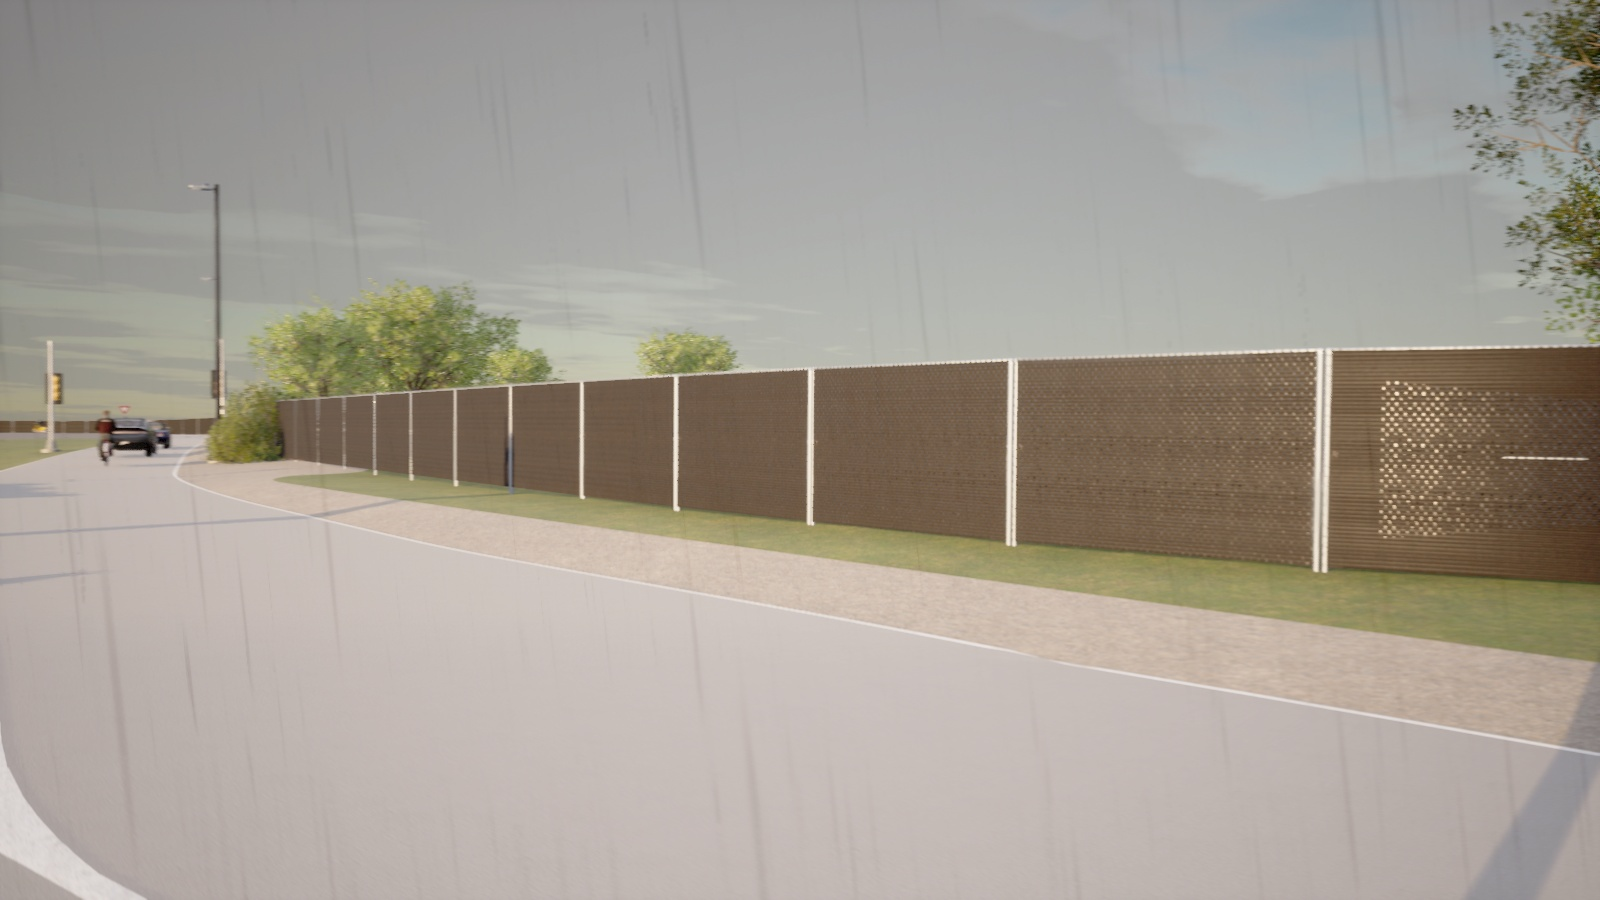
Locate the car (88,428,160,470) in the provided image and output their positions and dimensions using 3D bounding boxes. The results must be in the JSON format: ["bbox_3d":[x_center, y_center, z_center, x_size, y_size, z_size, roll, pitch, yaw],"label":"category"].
[{"bbox_3d":[-26.282,-0.082,48.985,2.128,1.511,4.902,-1,2,-25],"label":"car"}]

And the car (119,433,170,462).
[{"bbox_3d":[-31.433,-0.156,60.345,1.895,1.301,4.718,-1,2,-24],"label":"car"}]
